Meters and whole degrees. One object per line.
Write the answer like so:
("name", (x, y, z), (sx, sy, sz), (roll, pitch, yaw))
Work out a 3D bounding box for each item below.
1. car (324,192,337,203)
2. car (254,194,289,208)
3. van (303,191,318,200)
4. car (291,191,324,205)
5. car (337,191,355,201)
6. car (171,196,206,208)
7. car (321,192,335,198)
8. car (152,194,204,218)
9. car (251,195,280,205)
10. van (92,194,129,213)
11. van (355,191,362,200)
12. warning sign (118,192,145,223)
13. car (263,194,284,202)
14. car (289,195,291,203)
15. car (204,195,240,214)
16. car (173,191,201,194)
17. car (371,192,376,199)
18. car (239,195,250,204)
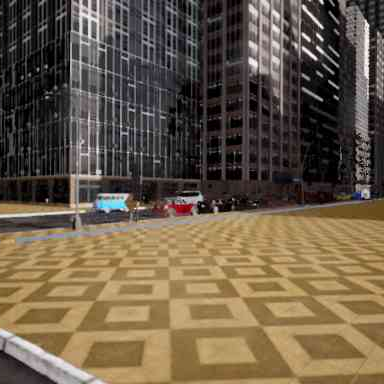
("car", (20.800, 0.819, 53.247), (2.192, 1.841, 5.009), (1, 1, 41))
("car", (9.704, 1.221, 40.284), (1.802, 1.307, 4.206), (1, 1, 41))
("van", (25.540, 0.664, 71.679), (1.690, 1.788, 3.998), (1, 1, 41))
("car", (17.102, 0.864, 48.925), (2.192, 1.841, 5.009), (1, 1, 41))
("car", (28.306, 0.938, 62.025), (1.752, 1.417, 4.829), (1, 1, 41))
("car", (-0.356, 1.184, 41.430), (1.887, 1.381, 4.507), (1, 1, 41))
("car", (32.936, 0.800, 80.328), (1.947, 1.339, 4.313), (1, 1, 41))
("car", (-1.296, 1.216, 27.236), (1.967, 1.590, 4.097), (1, 1, 41))
("car", (11.373, 1.138, 50.996), (2.033, 1.411, 5.357), (0, 1, 41))
("van", (-7.836, 1.070, 32.855), (1.690, 1.788, 3.998), (1, 1, 41))
("van", (35.594, 0.665, 70.539), (1.690, 1.788, 3.998), (1, 1, 41))
("warning sign", (-3.800, 0.955, 20.860), (1.300, 1.860, 1.060), (0, 0, 41))
("car", (14.444, 1.024, 58.714), (1.947, 1.339, 4.313), (1, 1, 41))
("car", (16.903, 1.003, 52.845), (2.128, 1.511, 4.902), (0, 1, 41))
("car", (2.359, 1.296, 31.597), (1.947, 1.339, 4.313), (1, 1, 41))
("car", (-1.035, 0.906, 36.640), (2.150, 2.045, 5.566), (0, 1, 41))
("car", (39.290, 0.830, 74.865), (2.008, 1.369, 4.403), (1, 1, 41))
("car", (7.046, 1.114, 50.069), (1.947, 1.339, 4.313), (1, 1, 41))
